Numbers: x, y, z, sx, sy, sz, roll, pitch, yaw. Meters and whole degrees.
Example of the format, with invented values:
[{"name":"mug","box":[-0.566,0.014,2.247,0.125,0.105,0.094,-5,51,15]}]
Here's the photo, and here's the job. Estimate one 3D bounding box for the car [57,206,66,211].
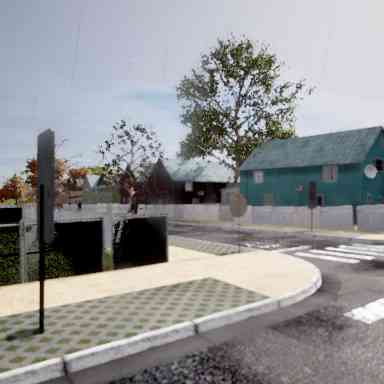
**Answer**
[{"name":"car","box":[-19.083,2.712,46.791,1.994,1.385,4.181,1,-2,-35]}]
